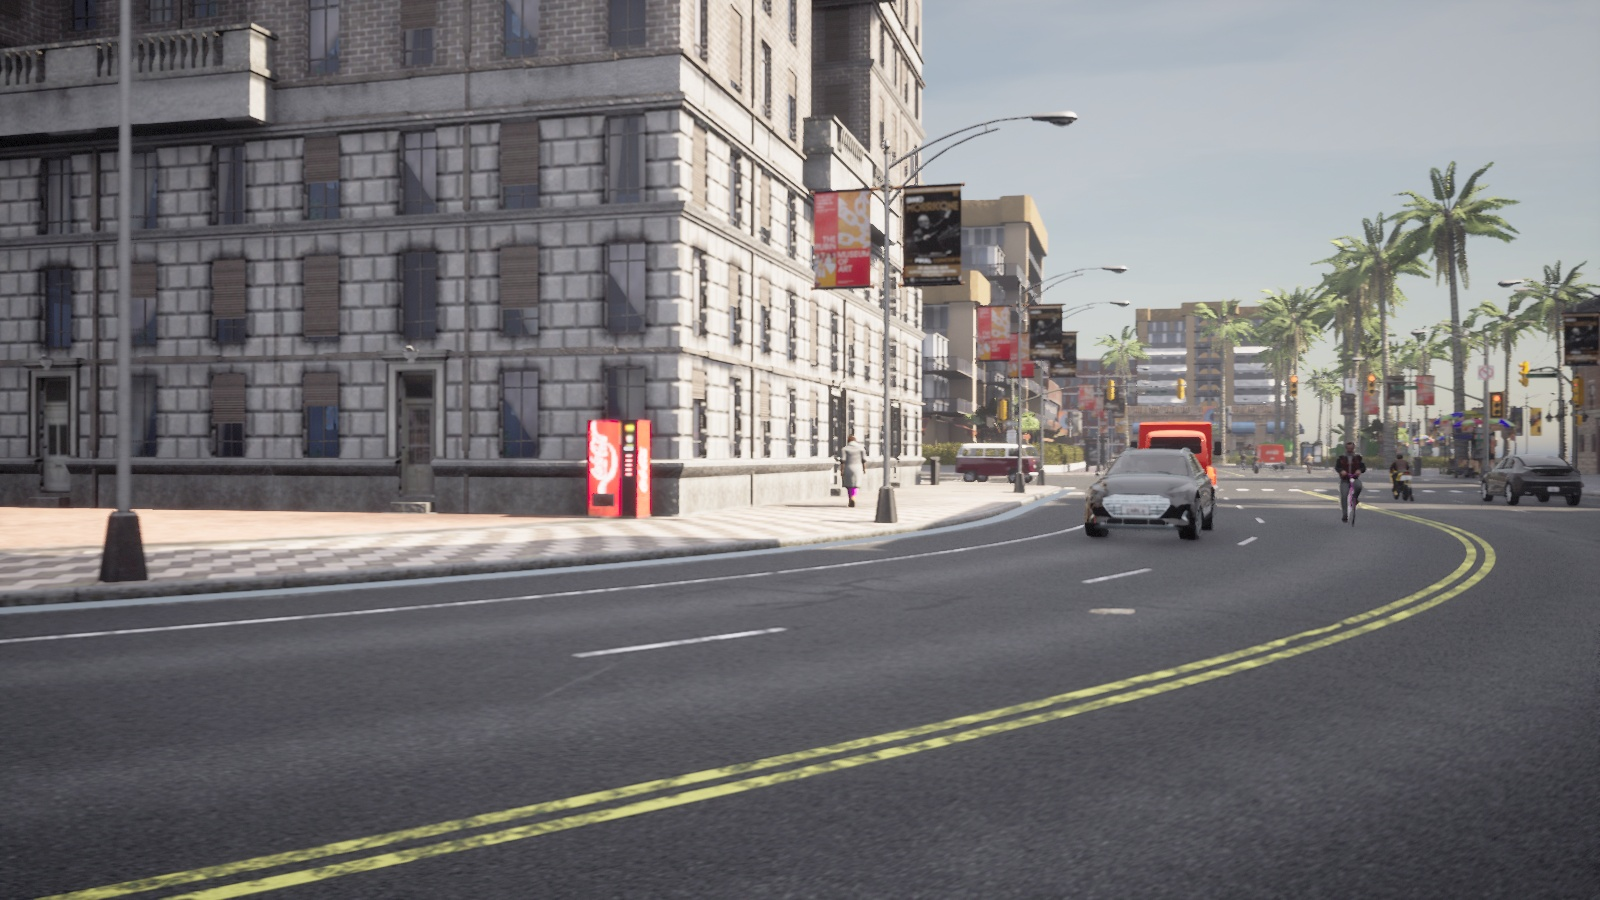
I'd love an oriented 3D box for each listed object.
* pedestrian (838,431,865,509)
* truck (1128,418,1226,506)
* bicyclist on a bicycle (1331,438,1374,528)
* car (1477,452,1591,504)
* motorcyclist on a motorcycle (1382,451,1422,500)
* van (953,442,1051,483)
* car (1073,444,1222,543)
[{"bbox_3d":[1.288,0.495,31.558,0.659,1.952,0.873,0,0,2],"label":"pedestrian"},{"bbox_3d":[11.303,0.346,37.829,2.627,2.467,5.204,0,0,16],"label":"truck"},{"bbox_3d":[11.377,0.666,25.891,0.659,1.776,1.843,0,0,20],"label":"bicyclist on a bicycle"},{"bbox_3d":[22.476,0.811,38.647,1.837,1.490,4.892,0,0,16],"label":"car"},{"bbox_3d":[19.380,0.802,40.441,0.797,1.523,2.044,0,0,15],"label":"motorcyclist on a motorcycle"},{"bbox_3d":[10.290,0.639,64.031,4.480,2.038,2.069,0,-1,33],"label":"van"},{"bbox_3d":[6.598,0.730,23.454,2.033,1.649,4.856,0,0,23],"label":"car"}]
